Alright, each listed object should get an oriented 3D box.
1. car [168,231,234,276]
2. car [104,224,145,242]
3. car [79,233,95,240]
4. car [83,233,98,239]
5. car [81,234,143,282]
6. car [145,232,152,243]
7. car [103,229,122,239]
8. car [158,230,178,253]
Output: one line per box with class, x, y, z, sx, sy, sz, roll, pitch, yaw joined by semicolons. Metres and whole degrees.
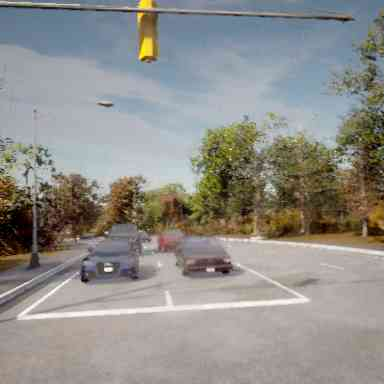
car;0.296;2.601;14.406;2.033;1.411;5.357;-1;-5;-8
car;-4.619;3.234;22.710;2.150;2.045;5.566;-1;-6;-11
car;-26.860;11.386;84.338;1.812;1.442;4.674;1;-8;-43
car;-27.552;11.981;90.170;4.674;1.442;1.812;-9;-8;44
car;-3.113;2.622;13.286;1.994;1.385;4.181;-1;-5;-8
car;-6.852;6.135;44.860;2.033;1.411;5.357;0;-7;-19
car;-19.413;10.288;81.031;2.150;2.045;5.566;1;-7;-41
car;-1.414;3.576;24.573;1.882;1.535;5.008;-1;-6;-11
